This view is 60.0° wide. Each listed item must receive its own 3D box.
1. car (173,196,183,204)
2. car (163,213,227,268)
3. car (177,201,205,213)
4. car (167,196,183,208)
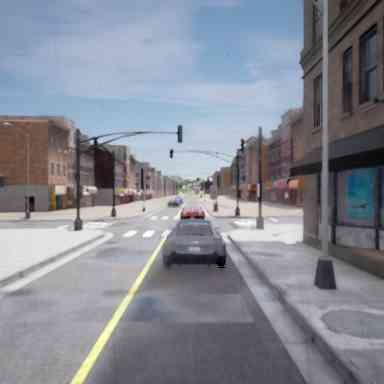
[{"bbox_3d":[-2.772,1.611,67.626,1.882,1.535,5.008,0,0,0],"label":"car"},{"bbox_3d":[0.086,1.636,11.620,1.994,1.385,4.181,0,0,0],"label":"car"},{"bbox_3d":[0.054,1.703,27.556,1.895,1.301,4.718,-1,0,0],"label":"car"},{"bbox_3d":[-2.842,1.745,51.102,1.895,1.301,4.718,0,0,0],"label":"car"}]
